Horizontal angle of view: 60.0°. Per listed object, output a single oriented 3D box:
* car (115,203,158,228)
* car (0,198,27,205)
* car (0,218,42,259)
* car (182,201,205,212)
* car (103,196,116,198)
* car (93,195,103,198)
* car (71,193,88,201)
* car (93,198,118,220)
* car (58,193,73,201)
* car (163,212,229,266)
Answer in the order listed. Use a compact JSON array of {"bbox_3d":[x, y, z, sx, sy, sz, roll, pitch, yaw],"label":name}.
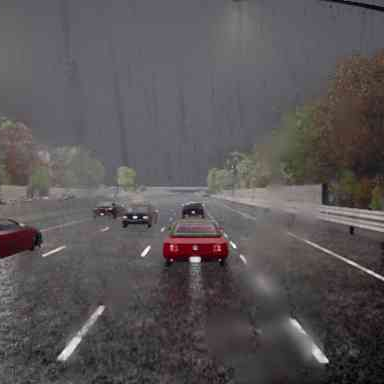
[{"bbox_3d":[-3.402,1.560,22.381,2.033,1.411,5.357,0,0,0],"label":"car"},{"bbox_3d":[-17.596,1.589,32.981,1.994,1.385,4.181,0,0,0],"label":"car"},{"bbox_3d":[-6.900,1.569,11.444,1.994,1.385,4.181,0,0,0],"label":"car"},{"bbox_3d":[0.097,1.498,29.645,1.882,1.535,5.008,0,0,0],"label":"car"},{"bbox_3d":[-17.510,1.631,73.411,1.895,1.301,4.718,0,0,0],"label":"car"},{"bbox_3d":[-21.011,1.531,74.823,1.837,1.490,4.892,0,0,0],"label":"car"},{"bbox_3d":[-24.511,1.589,73.440,1.994,1.385,4.181,0,0,0],"label":"car"},{"bbox_3d":[-6.903,1.510,28.028,2.128,1.511,4.902,0,0,0],"label":"car"},{"bbox_3d":[-28.011,1.257,74.793,2.150,2.045,5.566,0,0,0],"label":"car"},{"bbox_3d":[0.100,1.605,11.547,1.895,1.301,4.718,0,0,0],"label":"car"}]
